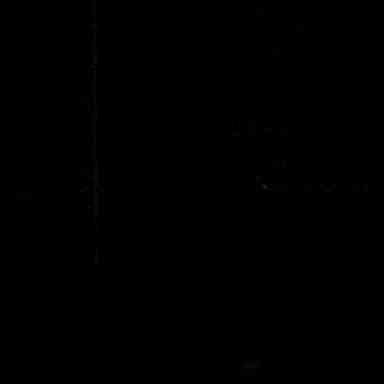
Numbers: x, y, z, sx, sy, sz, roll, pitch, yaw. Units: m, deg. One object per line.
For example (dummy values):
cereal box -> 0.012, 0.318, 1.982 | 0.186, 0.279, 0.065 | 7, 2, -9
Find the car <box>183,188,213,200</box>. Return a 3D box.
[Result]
car -> 0.748, 0.611, 53.614 | 2.033, 1.411, 5.357 | -1, 1, 35

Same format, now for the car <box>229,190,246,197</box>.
car -> 8.850, 0.241, 65.090 | 1.812, 1.442, 4.674 | -1, 1, 35

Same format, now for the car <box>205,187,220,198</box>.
car -> 3.077, 0.138, 61.717 | 2.150, 2.045, 5.566 | -1, 0, 36
